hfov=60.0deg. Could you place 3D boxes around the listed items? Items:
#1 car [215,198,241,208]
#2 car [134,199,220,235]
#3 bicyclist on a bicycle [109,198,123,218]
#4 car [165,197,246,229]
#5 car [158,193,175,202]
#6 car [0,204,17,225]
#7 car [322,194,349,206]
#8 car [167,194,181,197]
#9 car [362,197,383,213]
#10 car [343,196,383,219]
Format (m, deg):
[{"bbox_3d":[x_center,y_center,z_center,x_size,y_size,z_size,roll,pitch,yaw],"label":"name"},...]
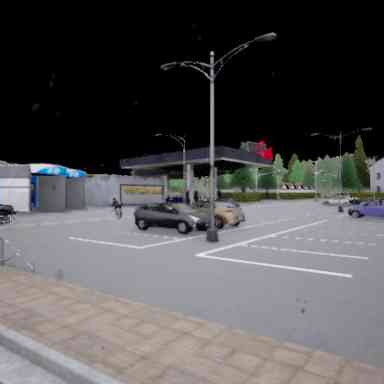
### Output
[{"bbox_3d":[5.248,1.558,48.180,1.994,1.385,4.181,0,0,37],"label":"car"},{"bbox_3d":[-1.076,1.336,17.792,4.514,1.523,2.007,0,0,36],"label":"car"},{"bbox_3d":[-6.073,1.295,26.392,1.656,1.620,0.582,0,0,36],"label":"bicyclist on a bicycle"},{"bbox_3d":[0.729,1.327,20.357,5.027,1.636,2.152,0,0,36],"label":"car"},{"bbox_3d":[-5.845,1.299,77.709,1.905,1.878,3.866,0,0,36],"label":"car"},{"bbox_3d":[-14.766,1.214,22.080,2.150,2.045,5.566,0,0,43],"label":"car"},{"bbox_3d":[20.872,1.358,48.067,3.806,1.475,1.970,0,0,36],"label":"car"},{"bbox_3d":[-3.826,1.468,70.868,2.242,1.667,4.611,0,0,36],"label":"car"},{"bbox_3d":[19.831,1.298,33.457,4.514,1.523,2.007,0,0,36],"label":"car"},{"bbox_3d":[13.909,1.319,25.407,3.633,1.501,1.845,0,0,36],"label":"car"}]
